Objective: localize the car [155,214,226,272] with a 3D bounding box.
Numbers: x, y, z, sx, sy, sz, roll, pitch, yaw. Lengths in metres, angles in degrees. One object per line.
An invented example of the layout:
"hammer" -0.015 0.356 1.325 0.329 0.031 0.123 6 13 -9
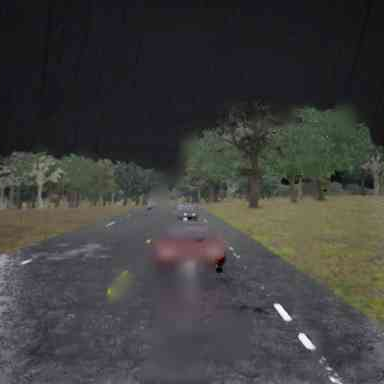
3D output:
"car" -0.074 1.625 10.881 1.895 1.301 4.718 0 0 -1

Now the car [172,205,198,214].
"car" -0.557 1.654 26.040 1.895 1.301 4.718 0 0 -2

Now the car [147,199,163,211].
"car" -4.909 1.721 44.659 1.837 1.490 4.892 0 -1 -2
